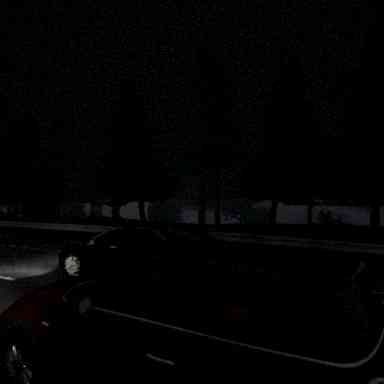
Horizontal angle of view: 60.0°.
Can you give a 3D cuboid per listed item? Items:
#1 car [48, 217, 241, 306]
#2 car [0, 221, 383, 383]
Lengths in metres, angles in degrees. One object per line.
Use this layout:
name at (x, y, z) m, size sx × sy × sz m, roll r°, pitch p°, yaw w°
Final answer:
car at (-1.367, 1.524, 8.622) m, size 4.892 × 1.490 × 1.837 m, roll 0°, pitch -1°, yaw 31°
car at (-0.149, 1.357, 3.691) m, size 4.553 × 1.767 × 2.097 m, roll 0°, pitch 0°, yaw 33°
